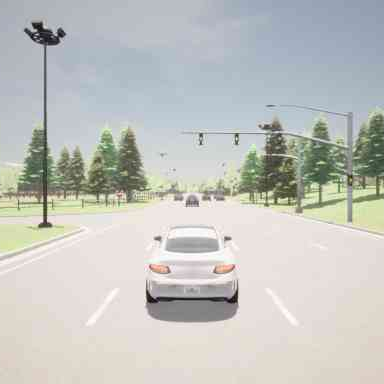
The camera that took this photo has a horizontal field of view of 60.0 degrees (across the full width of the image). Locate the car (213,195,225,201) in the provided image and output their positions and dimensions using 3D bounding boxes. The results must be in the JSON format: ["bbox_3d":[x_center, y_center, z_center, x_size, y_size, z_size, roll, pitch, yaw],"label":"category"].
[{"bbox_3d":[7.094,1.517,82.573,2.128,1.511,4.902,0,0,0],"label":"car"}]

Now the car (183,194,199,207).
[{"bbox_3d":[0.059,1.352,51.938,2.097,1.767,4.553,0,0,0],"label":"car"}]

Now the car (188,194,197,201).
[{"bbox_3d":[0.095,1.348,82.968,2.097,1.767,4.553,0,0,0],"label":"car"}]

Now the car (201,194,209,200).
[{"bbox_3d":[3.606,1.372,92.997,2.033,1.411,5.357,0,0,0],"label":"car"}]

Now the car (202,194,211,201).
[{"bbox_3d":[3.595,1.348,82.964,2.097,1.767,4.553,0,0,0],"label":"car"}]

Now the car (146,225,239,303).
[{"bbox_3d":[0.015,1.526,8.065,1.812,1.442,4.674,0,0,0],"label":"car"}]

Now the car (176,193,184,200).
[{"bbox_3d":[-3.394,1.188,92.975,2.097,1.767,4.553,0,0,0],"label":"car"}]

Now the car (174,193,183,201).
[{"bbox_3d":[-3.405,1.544,82.969,1.994,1.385,4.181,0,0,0],"label":"car"}]

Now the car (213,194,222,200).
[{"bbox_3d":[7.106,1.385,92.993,1.994,1.385,4.181,0,0,0],"label":"car"}]

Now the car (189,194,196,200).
[{"bbox_3d":[0.106,1.332,93.001,1.837,1.490,4.892,0,0,0],"label":"car"}]
